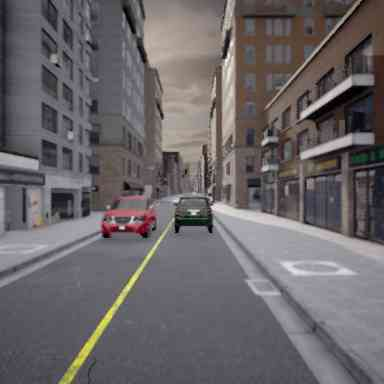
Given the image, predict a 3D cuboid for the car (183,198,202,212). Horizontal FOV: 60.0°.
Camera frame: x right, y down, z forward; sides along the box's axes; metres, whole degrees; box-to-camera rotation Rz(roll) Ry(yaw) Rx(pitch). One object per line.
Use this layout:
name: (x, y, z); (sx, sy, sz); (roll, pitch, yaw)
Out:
car: (0.094, 1.484, 39.900); (2.128, 1.511, 4.902); (0, 0, 0)

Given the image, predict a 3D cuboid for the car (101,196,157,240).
car: (-3.103, 1.223, 17.520); (2.150, 2.045, 5.566); (0, 0, 0)

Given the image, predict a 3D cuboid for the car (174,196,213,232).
car: (0.096, 1.223, 20.131); (2.150, 2.045, 5.566); (0, 0, 0)
